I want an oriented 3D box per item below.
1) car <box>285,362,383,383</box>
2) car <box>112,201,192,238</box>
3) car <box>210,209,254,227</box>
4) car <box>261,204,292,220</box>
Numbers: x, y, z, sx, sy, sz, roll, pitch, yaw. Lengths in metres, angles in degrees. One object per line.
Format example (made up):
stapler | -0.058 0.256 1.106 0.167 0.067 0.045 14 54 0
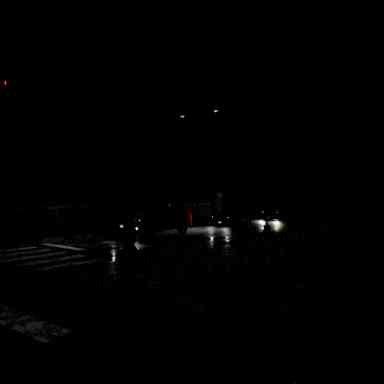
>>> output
car | 2.352 1.551 1.274 4.403 1.369 2.008 0 0 36
car | -2.213 1.564 20.279 2.150 2.045 5.566 0 -1 35
car | 3.490 2.145 28.287 1.895 1.301 4.718 0 -1 36
car | 9.314 2.107 36.458 2.097 1.767 4.553 0 -1 35
